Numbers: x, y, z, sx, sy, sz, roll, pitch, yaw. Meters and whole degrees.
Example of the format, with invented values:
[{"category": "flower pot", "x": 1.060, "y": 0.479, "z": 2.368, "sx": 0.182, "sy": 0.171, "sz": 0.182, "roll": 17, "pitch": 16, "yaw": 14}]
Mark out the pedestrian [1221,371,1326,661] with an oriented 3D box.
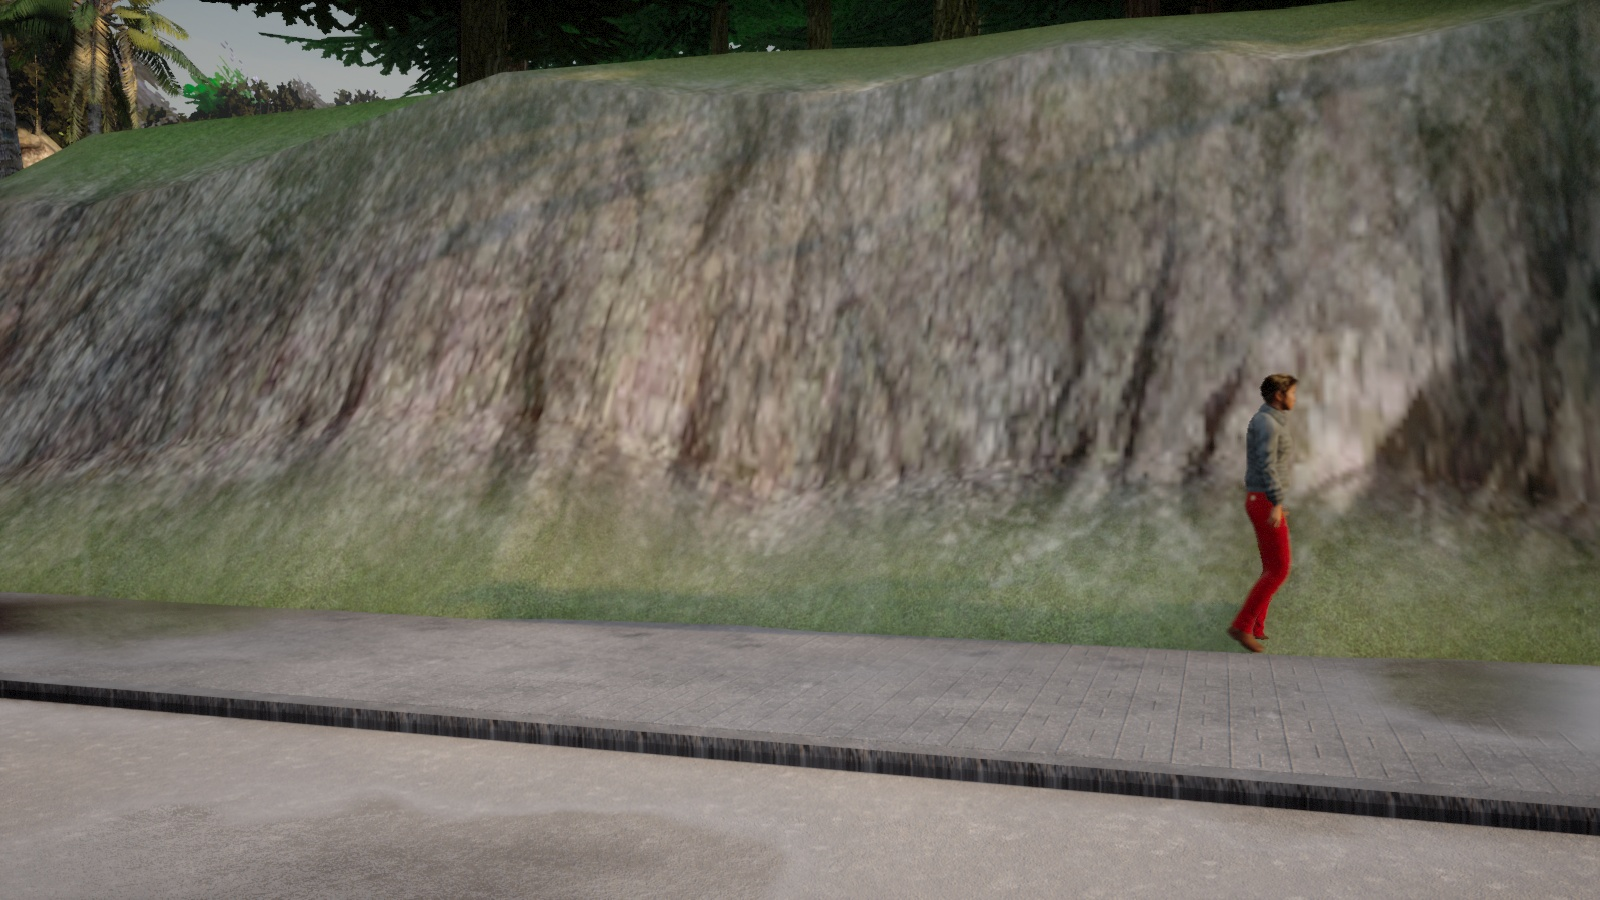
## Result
[{"category": "pedestrian", "x": 3.095, "y": 0.416, "z": 8.241, "sx": 0.614, "sy": 1.847, "sz": 0.353, "roll": 1, "pitch": 1, "yaw": 18}]
